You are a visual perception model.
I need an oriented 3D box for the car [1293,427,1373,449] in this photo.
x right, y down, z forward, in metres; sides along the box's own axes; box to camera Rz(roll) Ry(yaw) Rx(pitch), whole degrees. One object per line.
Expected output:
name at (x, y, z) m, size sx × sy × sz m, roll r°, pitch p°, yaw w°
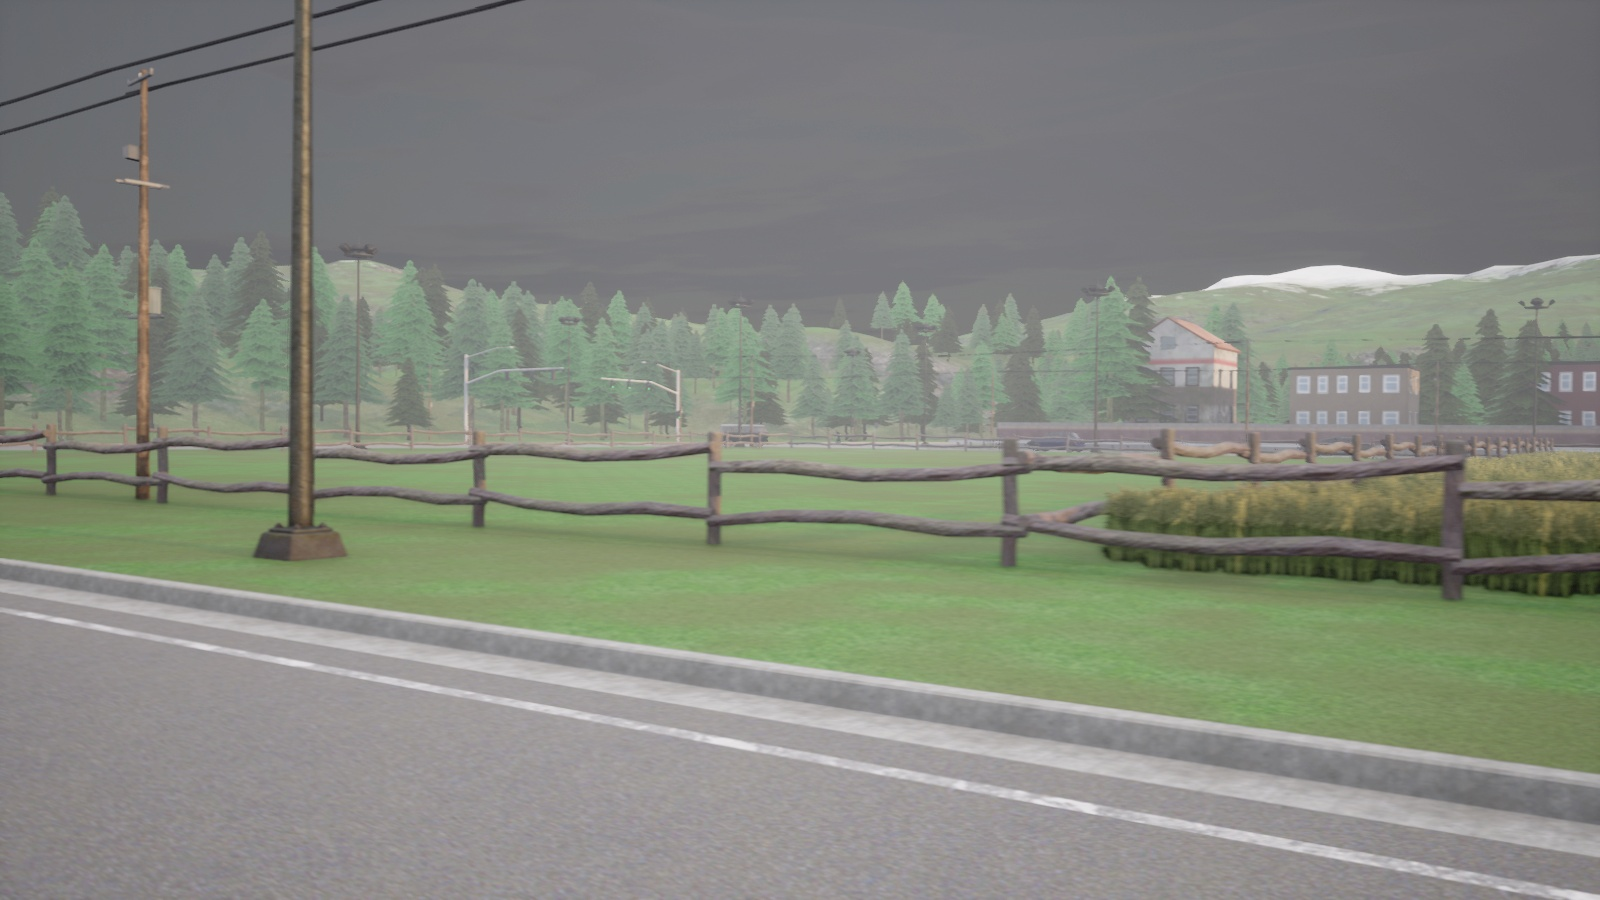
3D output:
car at (36.853, -0.822, 86.869) m, size 4.892 × 1.490 × 1.837 m, roll 0°, pitch 1°, yaw 34°
